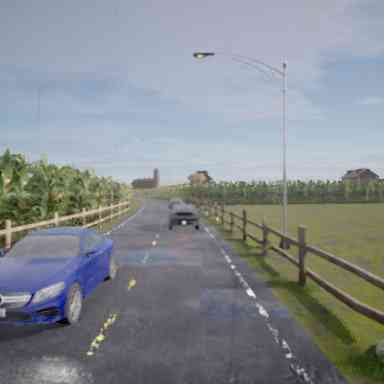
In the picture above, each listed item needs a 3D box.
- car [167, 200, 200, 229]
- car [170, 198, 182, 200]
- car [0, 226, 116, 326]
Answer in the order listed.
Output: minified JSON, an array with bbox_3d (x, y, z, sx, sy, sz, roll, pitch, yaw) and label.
[{"bbox_3d":[-0.553,1.493,21.413,1.837,1.490,4.892,0,0,-3],"label":"car"},{"bbox_3d":[-1.896,1.476,39.938,1.837,1.490,4.892,0,0,-5],"label":"car"},{"bbox_3d":[-2.898,1.523,7.198,1.812,1.442,4.674,0,0,-1],"label":"car"}]
